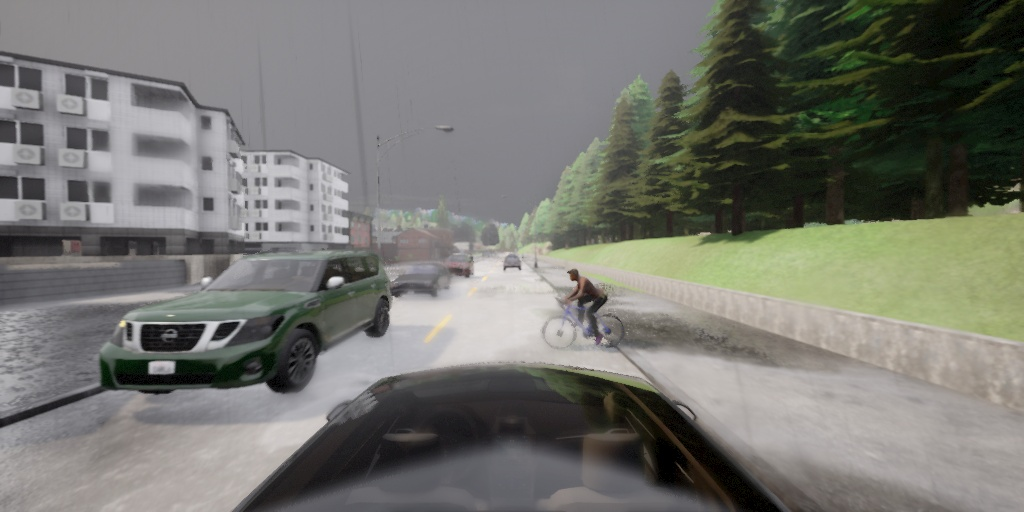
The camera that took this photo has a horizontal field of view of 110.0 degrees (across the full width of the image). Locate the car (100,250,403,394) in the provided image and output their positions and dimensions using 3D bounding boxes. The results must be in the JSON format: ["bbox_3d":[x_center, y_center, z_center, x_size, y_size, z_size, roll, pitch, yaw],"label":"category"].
[{"bbox_3d":[-4.108,0.911,6.958,2.150,2.045,5.566,0,1,0],"label":"car"}]

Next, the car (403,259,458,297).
[{"bbox_3d":[-4.121,1.067,17.218,2.033,1.411,5.357,0,1,0],"label":"car"}]

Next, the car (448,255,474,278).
[{"bbox_3d":[-4.119,0.701,27.505,2.097,1.767,4.553,0,1,0],"label":"car"}]

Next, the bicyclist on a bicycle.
[{"bbox_3d":[1.418,1.058,7.175,1.656,1.620,0.582,-3,1,0],"label":"bicyclist on a bicycle"}]

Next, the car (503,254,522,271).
[{"bbox_3d":[0.036,0.714,36.957,2.033,1.411,5.357,0,1,0],"label":"car"}]
